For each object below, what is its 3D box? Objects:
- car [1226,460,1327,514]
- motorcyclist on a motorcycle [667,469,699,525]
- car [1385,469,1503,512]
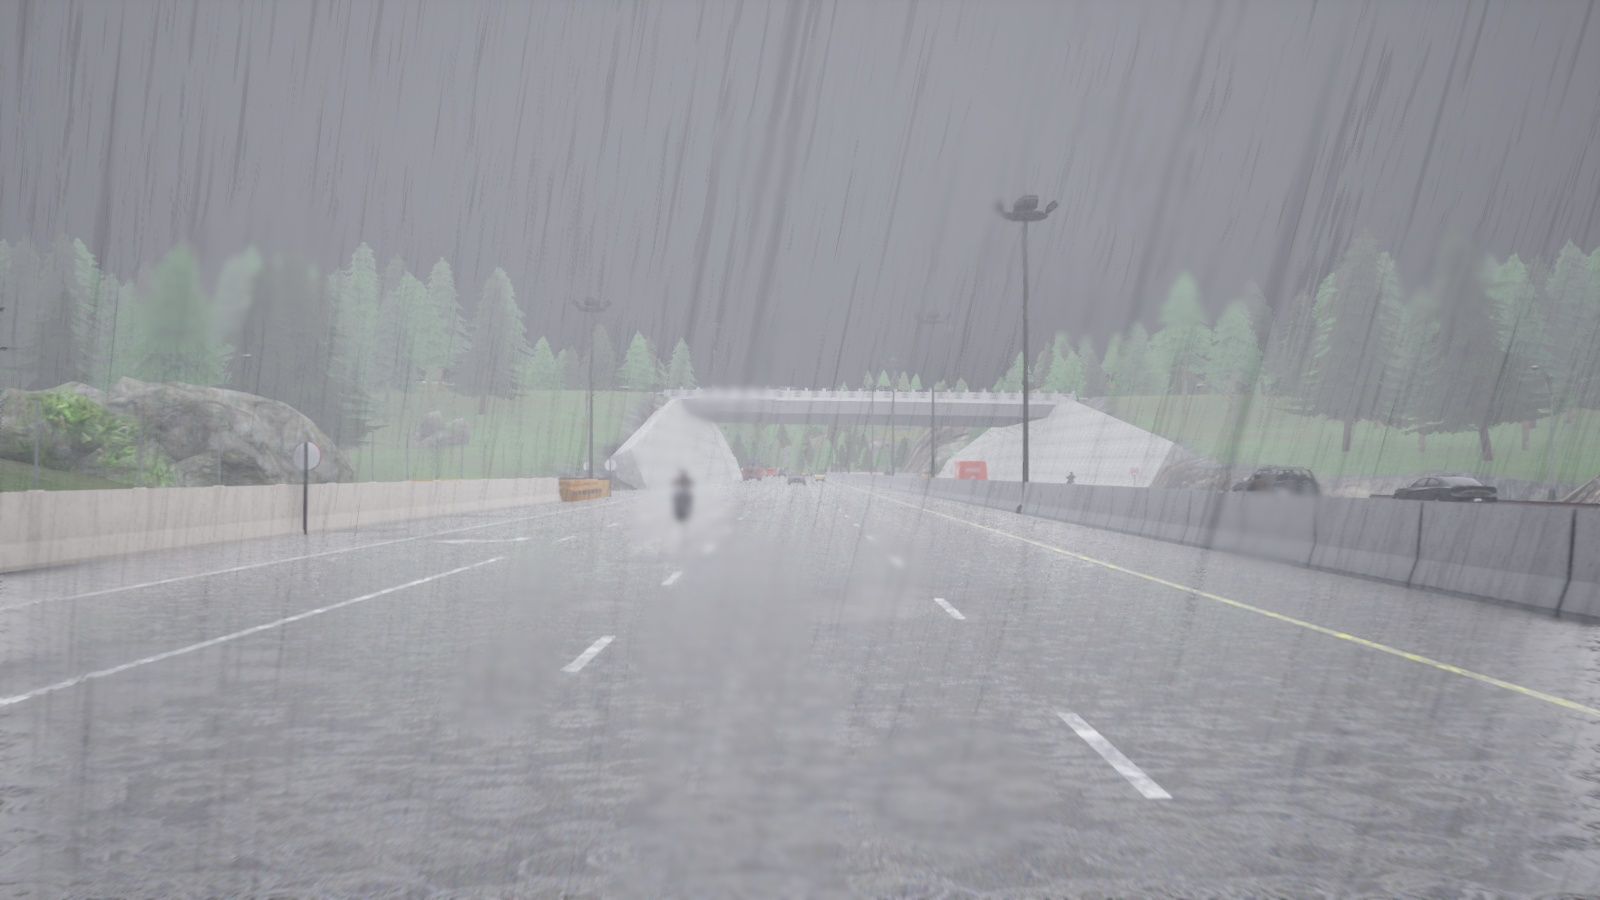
[{"bbox_3d":[17.387,1.333,46.046,1.932,1.855,4.605,0,-1,0],"label":"car"},{"bbox_3d":[-3.594,1.427,38.682,0.766,1.649,2.350,0,-1,0],"label":"motorcyclist on a motorcycle"},{"bbox_3d":[24.384,1.495,47.789,1.882,1.535,5.008,0,-1,0],"label":"car"}]
